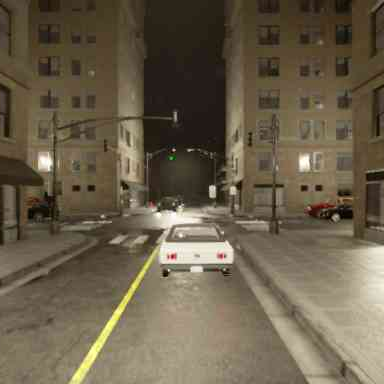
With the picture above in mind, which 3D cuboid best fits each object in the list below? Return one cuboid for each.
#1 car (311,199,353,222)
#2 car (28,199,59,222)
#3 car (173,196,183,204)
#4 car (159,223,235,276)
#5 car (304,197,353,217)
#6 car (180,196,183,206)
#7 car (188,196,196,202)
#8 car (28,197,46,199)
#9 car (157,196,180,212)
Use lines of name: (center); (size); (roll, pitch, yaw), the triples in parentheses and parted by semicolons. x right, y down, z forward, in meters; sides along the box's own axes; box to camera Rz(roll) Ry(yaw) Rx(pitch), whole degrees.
car: (12.238, 1.523, 25.797); (4.892, 1.490, 1.837); (0, 0, 0)
car: (-12.880, 1.515, 25.774); (4.902, 1.511, 2.128); (0, 0, 0)
car: (-2.744, 1.601, 67.743); (1.812, 1.442, 4.674); (0, 0, 0)
car: (0.055, 1.605, 10.361); (1.895, 1.301, 4.718); (0, 0, -2)
car: (12.269, 1.343, 28.334); (5.009, 1.841, 2.192); (0, 0, 0)
car: (-2.826, 1.536, 47.987); (2.128, 1.511, 4.902); (0, 0, 0)
car: (0.006, 1.624, 80.453); (2.128, 1.511, 4.902); (0, 0, 0)
car: (-14.787, 1.349, 28.331); (5.009, 1.841, 2.192); (0, 0, 0)
car: (-2.840, 1.385, 38.776); (2.097, 1.767, 4.553); (0, 0, 0)
